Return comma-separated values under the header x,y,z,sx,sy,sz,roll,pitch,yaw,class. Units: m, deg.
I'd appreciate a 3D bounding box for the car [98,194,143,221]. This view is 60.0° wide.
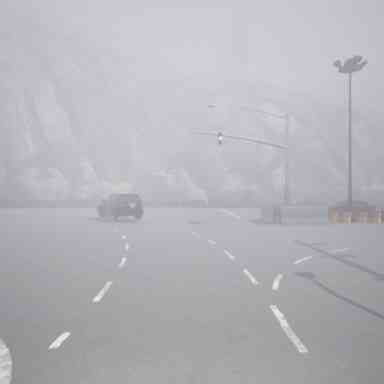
x,y,z,sx,sy,sz,roll,pitch,yaw,class
-5.865,1.159,26.947,2.150,2.045,5.566,1,0,-32,car

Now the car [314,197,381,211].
x,y,z,sx,sy,sz,roll,pitch,yaw,class
14.209,1.437,30.503,4.892,1.490,1.837,0,0,-3,car

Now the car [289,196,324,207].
x,y,z,sx,sy,sz,roll,pitch,yaw,class
14.294,1.261,41.011,4.553,1.767,2.097,0,0,-3,car

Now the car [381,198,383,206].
x,y,z,sx,sy,sz,roll,pitch,yaw,class
24.661,1.402,41.544,4.902,1.511,2.128,0,0,-3,car
